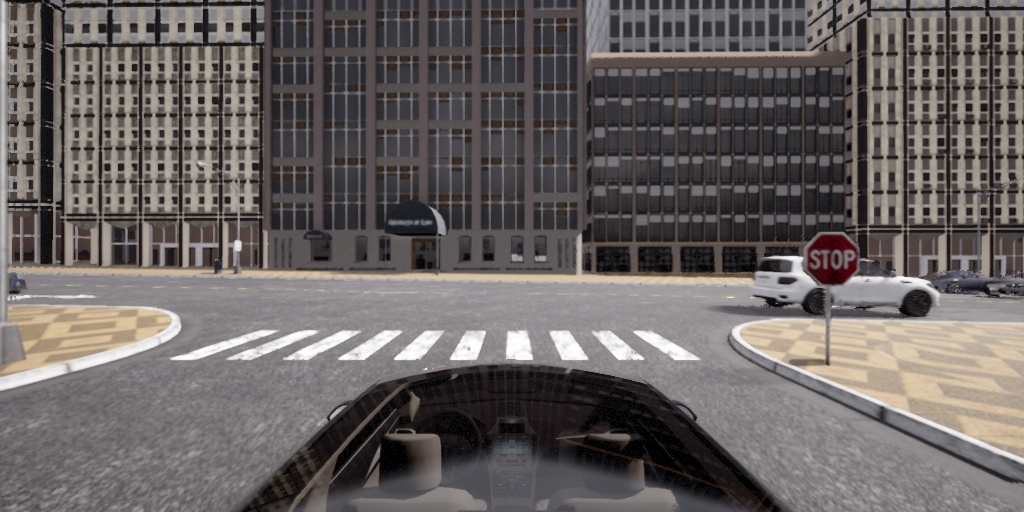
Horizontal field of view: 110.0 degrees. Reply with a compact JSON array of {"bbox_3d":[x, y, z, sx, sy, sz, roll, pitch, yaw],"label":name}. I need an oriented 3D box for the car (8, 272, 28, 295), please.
[{"bbox_3d":[-21.404,0.852,13.608,4.181,1.385,1.994,1,0,1],"label":"car"}]

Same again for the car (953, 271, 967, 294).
[{"bbox_3d":[28.118,1.672,22.798,4.181,1.385,1.994,1,0,1],"label":"car"}]

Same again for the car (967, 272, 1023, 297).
[{"bbox_3d":[28.778,1.604,19.539,4.902,1.511,2.128,1,0,1],"label":"car"}]

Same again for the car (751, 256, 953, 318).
[{"bbox_3d":[11.940,1.052,13.150,5.566,2.045,2.150,1,0,1],"label":"car"}]
